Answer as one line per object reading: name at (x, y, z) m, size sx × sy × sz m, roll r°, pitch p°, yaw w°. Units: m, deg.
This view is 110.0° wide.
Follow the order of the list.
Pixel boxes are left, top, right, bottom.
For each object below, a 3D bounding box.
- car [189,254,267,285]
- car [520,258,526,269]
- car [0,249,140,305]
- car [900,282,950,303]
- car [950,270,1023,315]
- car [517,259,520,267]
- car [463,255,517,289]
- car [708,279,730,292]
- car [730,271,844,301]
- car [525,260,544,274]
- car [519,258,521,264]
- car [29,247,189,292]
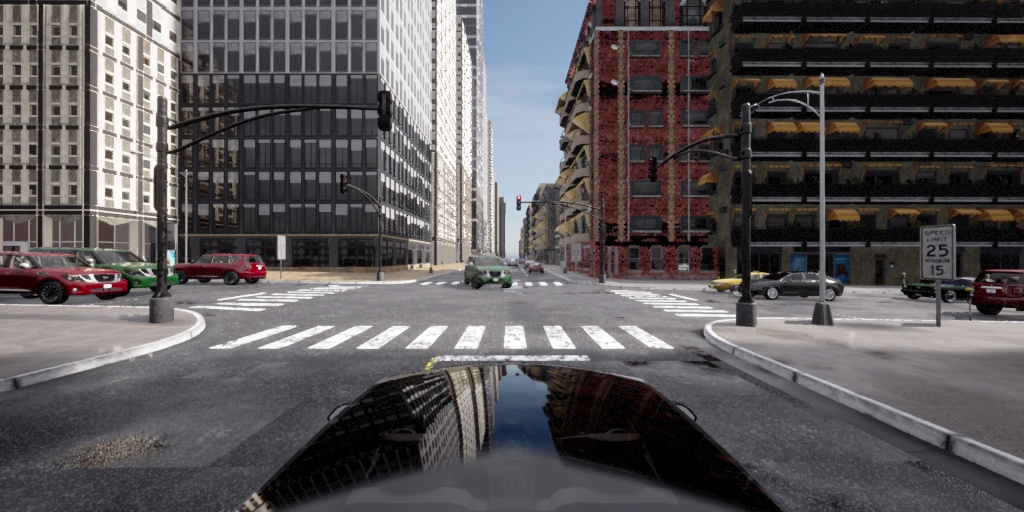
car at (-17.696, 0.776, 21.686) m, size 5.009 × 1.841 × 2.192 m, roll 0°, pitch 0°, yaw 0°
car at (2.728, 1.317, 54.569) m, size 2.007 × 1.370 × 4.403 m, roll 0°, pitch 0°, yaw 0°
car at (-17.567, 0.757, 13.307) m, size 5.009 × 1.841 × 2.192 m, roll 0°, pitch 0°, yaw 0°
car at (24.217, 1.827, 19.432) m, size 4.718 × 1.301 × 1.895 m, roll 1°, pitch 0°, yaw -1°
car at (20.607, 1.461, 13.646) m, size 5.009 × 1.841 × 2.192 m, roll 0°, pitch 0°, yaw 0°
car at (0.139, 1.338, 65.052) m, size 1.994 × 1.385 × 4.181 m, roll 0°, pitch 0°, yaw 1°
car at (-1.758, 0.973, 23.322) m, size 2.150 × 2.045 × 5.566 m, roll 1°, pitch 1°, yaw -17°
car at (14.645, 1.587, 21.946) m, size 4.829 × 1.417 × 1.751 m, roll 0°, pitch 0°, yaw 0°
car at (14.926, 1.562, 19.328) m, size 4.892 × 1.490 × 1.837 m, roll 1°, pitch 0°, yaw 2°
car at (2.769, 1.341, 41.651) m, size 1.802 × 1.307 × 4.207 m, roll 0°, pitch 0°, yaw 0°
car at (2.732, 1.321, 60.217) m, size 2.007 × 1.370 × 4.403 m, roll 0°, pitch 0°, yaw 0°
car at (-18.240, 0.658, 15.895) m, size 5.566 × 2.045 × 2.150 m, roll 1°, pitch 0°, yaw 0°
